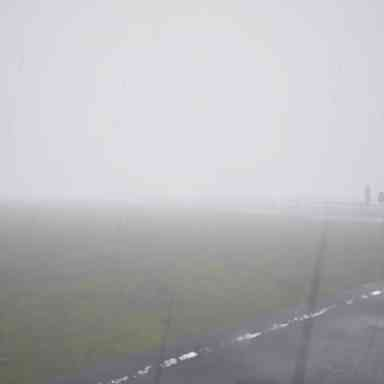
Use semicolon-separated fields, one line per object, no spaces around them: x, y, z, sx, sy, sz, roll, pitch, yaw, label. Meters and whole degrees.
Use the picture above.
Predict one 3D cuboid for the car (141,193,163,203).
-6.624;0.961;55.136;1.882;1.535;5.008;1;0;-35;car
